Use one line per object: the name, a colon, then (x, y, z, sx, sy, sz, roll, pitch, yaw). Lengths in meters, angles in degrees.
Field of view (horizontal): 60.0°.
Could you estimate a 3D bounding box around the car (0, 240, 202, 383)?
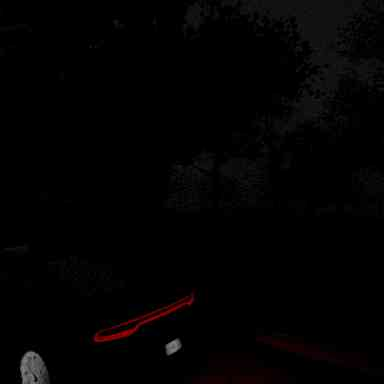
car: (-2.210, 1.476, 4.953, 5.008, 1.535, 1.882, 0, 0, 35)
